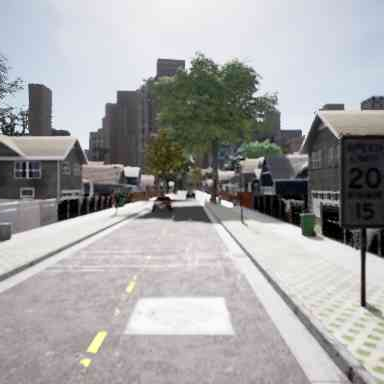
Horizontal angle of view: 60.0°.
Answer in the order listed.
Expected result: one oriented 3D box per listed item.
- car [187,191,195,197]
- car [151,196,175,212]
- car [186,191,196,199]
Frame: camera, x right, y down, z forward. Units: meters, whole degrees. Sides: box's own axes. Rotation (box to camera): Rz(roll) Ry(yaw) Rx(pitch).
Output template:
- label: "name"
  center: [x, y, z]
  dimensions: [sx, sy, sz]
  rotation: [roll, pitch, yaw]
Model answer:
- label: "car"
  center: [-0.284, 0.511, 79.236]
  dimensions: [1.895, 1.301, 4.718]
  rotation: [0, 1, 0]
- label: "car"
  center: [-2.867, 1.132, 33.370]
  dimensions: [1.812, 1.442, 4.674]
  rotation: [0, 1, 0]
- label: "car"
  center: [-0.249, 0.505, 69.171]
  dimensions: [2.097, 1.767, 4.553]
  rotation: [0, 1, 0]
